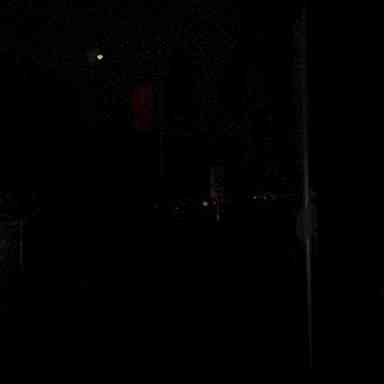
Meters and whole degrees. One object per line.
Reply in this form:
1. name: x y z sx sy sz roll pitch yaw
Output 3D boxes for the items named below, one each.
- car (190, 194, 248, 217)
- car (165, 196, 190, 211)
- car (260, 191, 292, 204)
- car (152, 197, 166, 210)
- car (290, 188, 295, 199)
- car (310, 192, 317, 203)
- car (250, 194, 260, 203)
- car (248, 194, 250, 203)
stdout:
1. car: 2.207 0.930 26.002 2.097 1.767 4.553 -2 0 35
2. car: 0.008 1.194 34.453 2.033 1.411 5.357 -2 0 35
3. car: 11.216 0.868 44.337 1.812 1.442 4.674 -2 0 36
4. car: -2.347 1.216 36.747 1.837 1.490 4.892 -2 0 36
5. car: 16.981 0.383 52.546 2.150 2.045 5.566 -2 0 35
6. car: 16.316 0.674 45.866 1.882 1.535 5.008 -2 0 36
7. car: 10.961 0.746 49.683 2.097 1.767 4.553 -2 0 35
8. car: 8.303 1.023 51.543 1.994 1.385 4.181 -2 0 35
